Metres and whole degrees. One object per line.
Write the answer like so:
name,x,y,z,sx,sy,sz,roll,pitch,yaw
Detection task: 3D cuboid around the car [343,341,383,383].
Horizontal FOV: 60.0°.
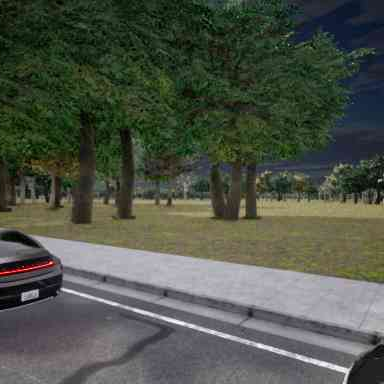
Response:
car,3.248,1.492,1.366,4.902,1.511,2.128,0,0,35

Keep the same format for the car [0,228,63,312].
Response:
car,-4.727,1.513,7.069,4.892,1.490,1.837,0,0,35
